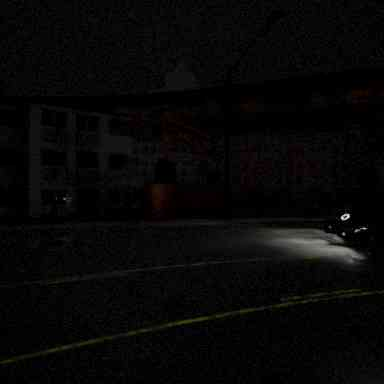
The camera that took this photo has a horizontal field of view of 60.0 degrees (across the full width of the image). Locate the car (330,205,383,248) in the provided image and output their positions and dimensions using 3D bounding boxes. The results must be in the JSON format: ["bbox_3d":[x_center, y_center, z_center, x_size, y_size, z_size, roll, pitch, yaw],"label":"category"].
[{"bbox_3d":[8.434,1.425,13.604,4.674,1.442,1.812,0,0,-5],"label":"car"}]

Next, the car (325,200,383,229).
[{"bbox_3d":[9.314,1.219,17.109,4.553,1.767,2.097,0,1,-3],"label":"car"}]
